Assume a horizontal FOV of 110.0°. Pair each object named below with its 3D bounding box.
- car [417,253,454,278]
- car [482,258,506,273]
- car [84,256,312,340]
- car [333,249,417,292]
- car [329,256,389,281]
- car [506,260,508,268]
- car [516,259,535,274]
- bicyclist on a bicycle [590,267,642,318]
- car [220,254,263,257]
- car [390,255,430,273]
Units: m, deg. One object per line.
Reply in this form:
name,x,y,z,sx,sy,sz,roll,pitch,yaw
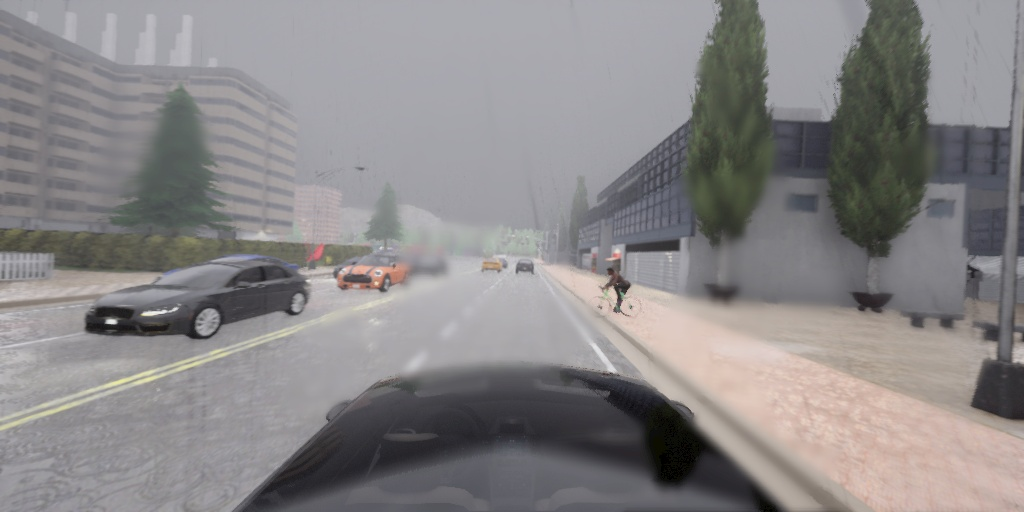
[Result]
car,-6.193,0.792,27.751,1.882,1.535,5.008,3,0,2
car,-2.096,0.924,38.761,1.882,1.535,5.008,3,0,2
car,-6.921,0.889,8.707,1.837,1.490,4.892,3,0,2
car,-6.577,0.704,17.637,2.097,1.767,4.553,3,0,2
car,-9.866,0.728,23.501,1.994,1.385,4.181,3,0,2
car,-1.658,0.966,50.605,1.994,1.385,4.181,3,0,2
car,1.397,1.089,38.551,1.882,1.535,5.008,3,0,2
bicyclist on a bicycle,3.288,1.170,11.407,1.656,1.620,0.582,-1,0,2
car,-10.236,0.680,13.547,1.882,1.535,5.008,3,0,2
car,-9.453,0.675,33.711,2.033,1.411,5.357,3,0,2
